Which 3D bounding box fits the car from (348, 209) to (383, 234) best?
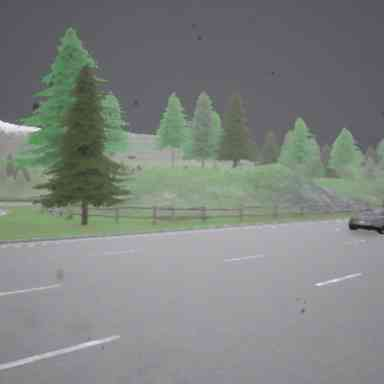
[{"bbox_3d":[11.540,1.730,20.579,4.181,1.385,1.994,0,0,-35],"label":"car"}]
